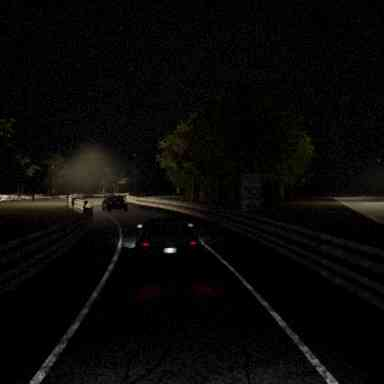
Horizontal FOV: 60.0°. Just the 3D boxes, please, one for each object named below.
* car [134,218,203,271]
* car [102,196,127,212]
[{"bbox_3d":[-0.861,1.547,11.001,1.994,1.385,4.181,0,0,-8],"label":"car"},{"bbox_3d":[-8.706,1.202,37.167,2.097,1.767,4.553,0,0,-24],"label":"car"}]
